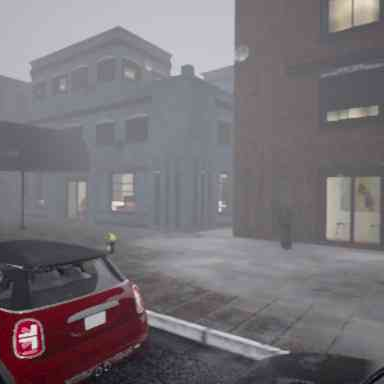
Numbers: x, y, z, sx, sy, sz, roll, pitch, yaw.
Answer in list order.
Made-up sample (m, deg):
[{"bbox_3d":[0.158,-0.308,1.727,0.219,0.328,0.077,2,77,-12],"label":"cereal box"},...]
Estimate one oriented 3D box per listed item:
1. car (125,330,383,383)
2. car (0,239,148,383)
[{"bbox_3d":[2.007,1.557,1.441,4.403,1.369,2.008,0,0,35],"label":"car"},{"bbox_3d":[-2.631,1.408,4.747,4.097,1.590,1.967,0,0,35],"label":"car"}]
